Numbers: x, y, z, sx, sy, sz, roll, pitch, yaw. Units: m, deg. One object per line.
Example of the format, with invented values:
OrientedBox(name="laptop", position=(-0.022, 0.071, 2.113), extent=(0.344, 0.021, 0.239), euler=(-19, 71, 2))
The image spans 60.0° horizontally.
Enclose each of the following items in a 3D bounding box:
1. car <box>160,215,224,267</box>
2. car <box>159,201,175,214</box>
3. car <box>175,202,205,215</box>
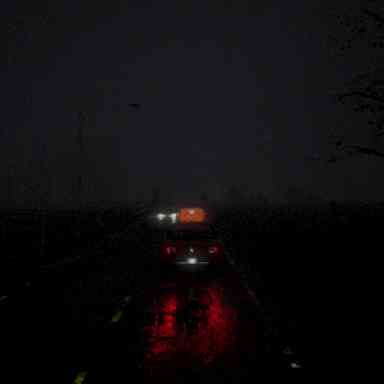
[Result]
OrientedBox(name="car", position=(0.017, 1.709, 11.758), extent=(1.895, 1.301, 4.718), euler=(0, 0, 0))
OrientedBox(name="car", position=(-2.886, 1.832, 40.888), extent=(1.882, 1.535, 5.008), euler=(0, -1, 0))
OrientedBox(name="car", position=(-0.010, 1.595, 27.314), extent=(2.097, 1.767, 4.553), euler=(0, -1, 0))
